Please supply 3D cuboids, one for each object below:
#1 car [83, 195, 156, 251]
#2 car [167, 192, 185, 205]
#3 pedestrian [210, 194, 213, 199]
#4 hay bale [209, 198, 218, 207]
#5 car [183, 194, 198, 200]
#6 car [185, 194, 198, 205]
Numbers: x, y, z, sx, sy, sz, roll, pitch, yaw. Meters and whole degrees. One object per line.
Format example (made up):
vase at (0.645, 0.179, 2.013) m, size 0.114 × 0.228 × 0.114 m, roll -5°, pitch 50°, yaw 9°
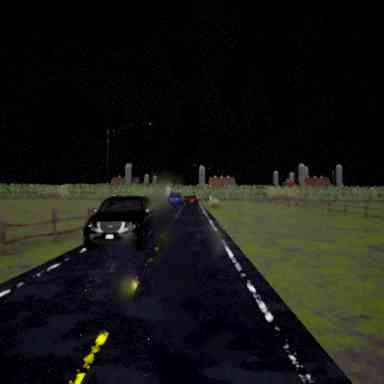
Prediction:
car at (-2.848, 1.182, 14.269) m, size 2.150 × 2.045 × 5.566 m, roll 0°, pitch 0°, yaw 0°
car at (-2.803, 1.051, 54.880) m, size 2.150 × 2.045 × 5.566 m, roll 0°, pitch 0°, yaw 1°
pedestrian at (2.830, 1.156, 48.785) m, size 0.375 × 1.860 × 0.375 m, roll 1°, pitch -1°, yaw -3°
hay bale at (3.120, 1.512, 47.677) m, size 1.220 × 1.180 × 1.240 m, roll -1°, pitch -1°, yaw 0°
car at (-0.447, 1.174, 74.930) m, size 1.895 × 1.301 × 4.718 m, roll 0°, pitch 0°, yaw -20°
car at (0.008, 1.304, 56.349) m, size 1.882 × 1.535 × 5.008 m, roll 0°, pitch 0°, yaw 0°
